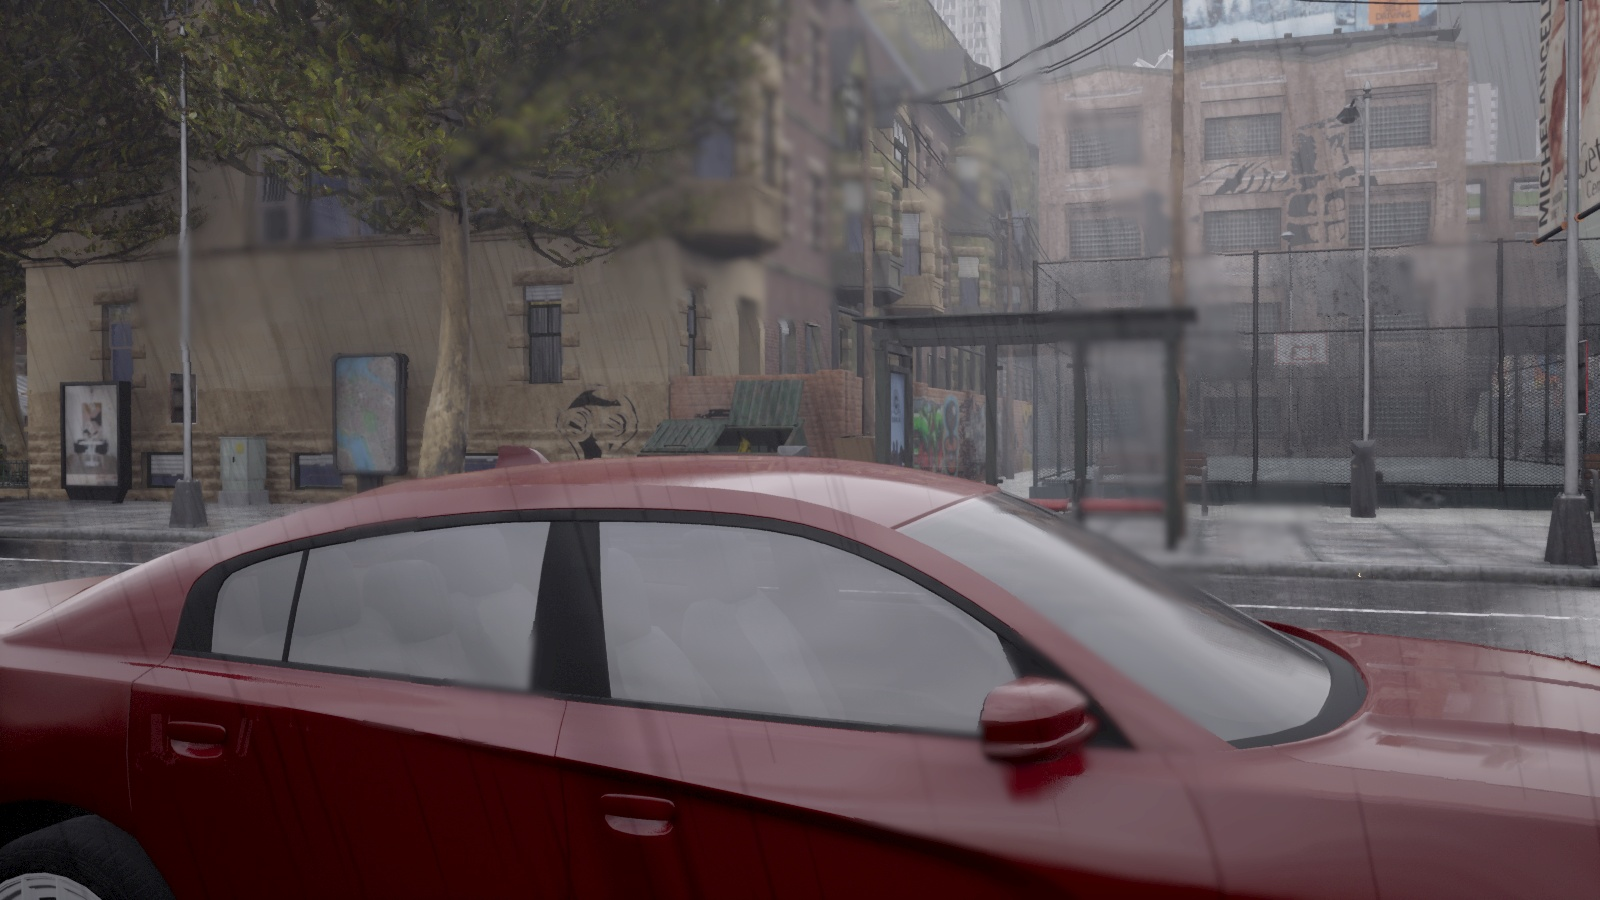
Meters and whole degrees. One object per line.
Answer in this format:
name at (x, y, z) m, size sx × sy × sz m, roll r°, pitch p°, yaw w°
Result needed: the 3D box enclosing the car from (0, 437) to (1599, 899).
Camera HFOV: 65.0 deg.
car at (0.026, 0.754, 3.152) m, size 5.008 × 1.535 × 1.882 m, roll 1°, pitch 1°, yaw 18°
